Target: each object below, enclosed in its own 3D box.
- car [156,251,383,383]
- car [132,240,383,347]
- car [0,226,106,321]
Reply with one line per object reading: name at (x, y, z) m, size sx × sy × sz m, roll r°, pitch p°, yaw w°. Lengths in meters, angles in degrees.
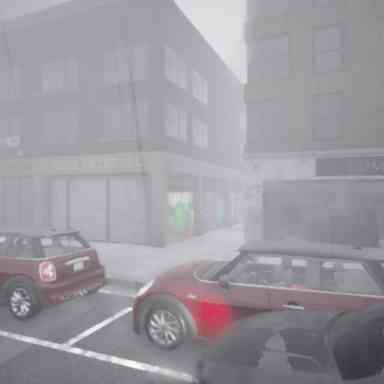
car at (2.356, 1.522, 2.401) m, size 4.892 × 1.490 × 1.837 m, roll 0°, pitch 0°, yaw 23°
car at (1.101, 1.465, 5.059) m, size 4.097 × 1.590 × 1.967 m, roll 0°, pitch 0°, yaw 23°
car at (-3.987, 1.465, 7.210) m, size 4.097 × 1.590 × 1.967 m, roll 0°, pitch 0°, yaw 23°
